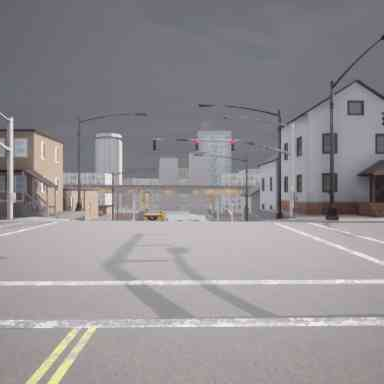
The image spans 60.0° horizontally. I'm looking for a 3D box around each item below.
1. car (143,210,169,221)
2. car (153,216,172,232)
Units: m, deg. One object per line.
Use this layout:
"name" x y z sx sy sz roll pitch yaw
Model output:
"car" -3.673 2.536 33.502 1.882 1.535 5.008 0 -9 1
"car" -3.780 4.235 43.725 2.128 1.511 4.902 0 -13 -1
